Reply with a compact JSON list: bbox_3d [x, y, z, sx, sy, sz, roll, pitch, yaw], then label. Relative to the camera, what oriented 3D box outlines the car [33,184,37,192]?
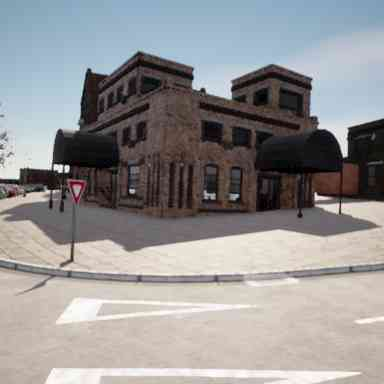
[{"bbox_3d":[-37.167,-0.502,72.150,4.892,1.521,2.231,3,1,-16],"label":"car"}]

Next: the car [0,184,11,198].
[{"bbox_3d":[-28.401,0.127,46.408,4.553,1.767,2.185,3,0,-21],"label":"car"}]

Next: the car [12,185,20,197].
[{"bbox_3d":[-30.335,-0.141,51.553,5.566,2.045,2.435,3,1,-20],"label":"car"}]

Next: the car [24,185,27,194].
[{"bbox_3d":[-34.133,-0.201,61.659,5.366,1.575,1.946,3,1,-18],"label":"car"}]

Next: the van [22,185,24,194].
[{"bbox_3d":[-32.967,-0.332,59.162,4.442,1.987,1.878,3,1,-19],"label":"van"}]

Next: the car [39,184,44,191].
[{"bbox_3d":[-39.970,-1.055,82.833,5.566,2.045,2.435,3,0,-13],"label":"car"}]

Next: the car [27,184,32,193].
[{"bbox_3d":[-35.642,-0.316,66.910,4.792,1.488,2.163,3,1,-17],"label":"car"}]

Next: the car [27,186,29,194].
[{"bbox_3d":[-34.798,-0.226,64.313,4.674,1.452,2.002,3,1,-17],"label":"car"}]

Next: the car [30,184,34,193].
[{"bbox_3d":[-36.373,-0.392,69.538,4.792,1.488,2.163,3,1,-16],"label":"car"}]

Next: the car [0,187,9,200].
[{"bbox_3d":[-27.474,0.321,43.817,4.892,1.521,2.231,3,0,-21],"label":"car"}]

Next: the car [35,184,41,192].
[{"bbox_3d":[-38.664,-0.637,77.533,4.792,1.488,2.163,3,1,-14],"label":"car"}]

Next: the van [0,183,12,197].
[{"bbox_3d":[-29.502,-0.051,48.935,4.442,1.987,1.878,3,0,-21],"label":"van"}]

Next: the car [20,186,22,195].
[{"bbox_3d":[-32.206,0.003,56.563,4.674,1.452,2.002,3,1,-19],"label":"car"}]
